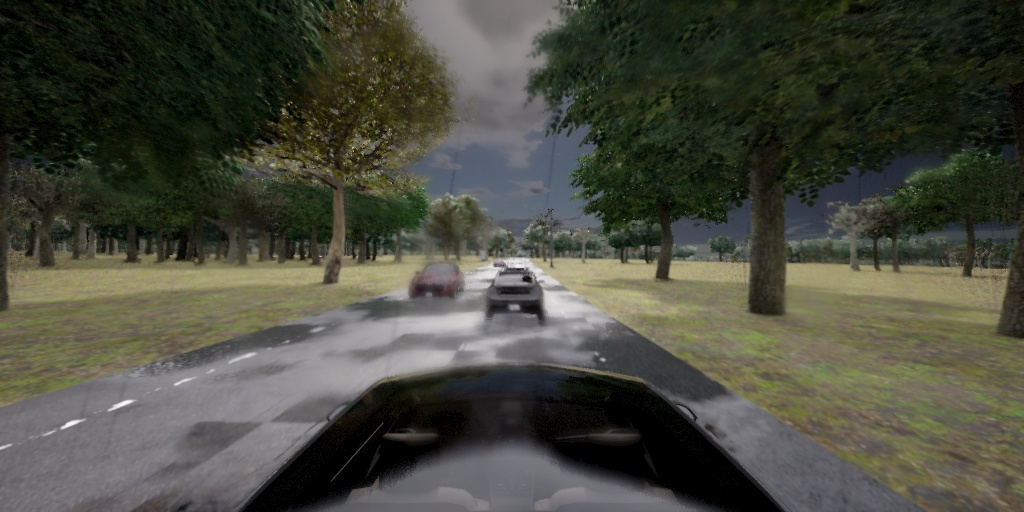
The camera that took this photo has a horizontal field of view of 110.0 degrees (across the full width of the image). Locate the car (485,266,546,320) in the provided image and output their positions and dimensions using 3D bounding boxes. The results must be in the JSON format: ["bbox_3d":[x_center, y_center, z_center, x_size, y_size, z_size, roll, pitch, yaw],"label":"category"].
[{"bbox_3d":[0.131,1.246,12.623,1.837,1.490,4.892,0,0,1],"label":"car"}]

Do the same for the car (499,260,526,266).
[{"bbox_3d":[0.375,1.231,28.039,2.128,1.511,4.902,0,0,2],"label":"car"}]

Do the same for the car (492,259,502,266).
[{"bbox_3d":[-2.230,1.270,61.718,1.812,1.442,4.674,0,1,2],"label":"car"}]

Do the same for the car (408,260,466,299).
[{"bbox_3d":[-3.591,1.091,17.840,2.097,1.767,4.553,0,0,1],"label":"car"}]
